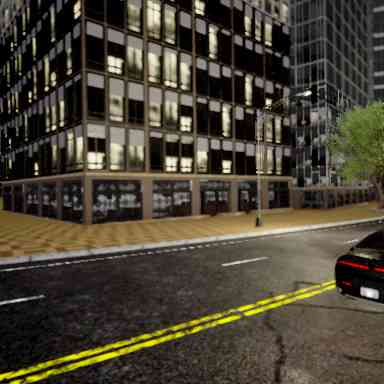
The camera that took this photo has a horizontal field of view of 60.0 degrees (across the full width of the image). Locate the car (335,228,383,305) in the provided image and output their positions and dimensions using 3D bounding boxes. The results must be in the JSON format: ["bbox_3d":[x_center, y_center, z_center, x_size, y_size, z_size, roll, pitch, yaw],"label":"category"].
[{"bbox_3d":[5.044,1.538,7.342,4.892,1.490,1.837,0,0,-38],"label":"car"}]
